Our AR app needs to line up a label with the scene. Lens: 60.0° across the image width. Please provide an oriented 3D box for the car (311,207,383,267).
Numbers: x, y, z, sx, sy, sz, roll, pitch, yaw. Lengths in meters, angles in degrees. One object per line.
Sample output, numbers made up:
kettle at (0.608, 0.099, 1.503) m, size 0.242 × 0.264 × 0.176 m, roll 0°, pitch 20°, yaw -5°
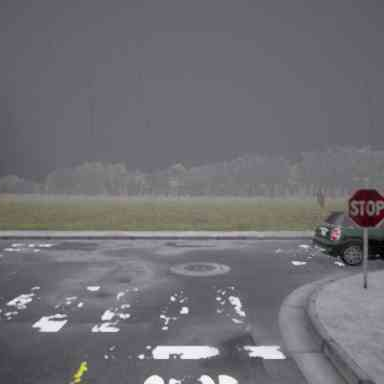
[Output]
car at (6.432, 1.366, 10.917) m, size 4.553 × 1.767 × 2.097 m, roll 0°, pitch 0°, yaw 0°
